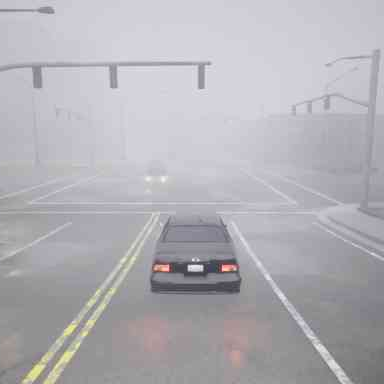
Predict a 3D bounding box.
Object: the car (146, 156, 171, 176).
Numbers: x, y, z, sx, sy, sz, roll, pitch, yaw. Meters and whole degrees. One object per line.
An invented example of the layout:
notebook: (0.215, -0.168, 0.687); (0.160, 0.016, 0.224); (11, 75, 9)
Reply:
car: (-3.590, -2.617, 34.862); (1.812, 1.442, 4.674); (0, 9, 0)

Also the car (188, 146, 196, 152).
car: (0.027, -11.818, 91.168); (1.994, 1.385, 4.181); (0, 9, 0)

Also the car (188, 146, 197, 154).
car: (0.024, -10.330, 81.110); (2.097, 1.767, 4.553); (0, 9, 0)

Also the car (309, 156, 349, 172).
car: (15.564, -3.199, 37.353); (4.553, 1.767, 2.097); (0, 9, 0)

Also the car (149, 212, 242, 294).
car: (0.077, 1.216, 8.422); (2.033, 1.411, 5.357); (0, 4, 0)

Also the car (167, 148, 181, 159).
car: (-3.557, -6.683, 59.960); (2.033, 1.411, 5.357); (0, 9, 0)

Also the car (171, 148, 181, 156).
car: (-3.479, -8.640, 71.679); (1.837, 1.490, 4.892); (0, 9, 0)

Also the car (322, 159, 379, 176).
car: (16.258, -2.391, 33.940); (4.718, 1.301, 1.895); (0, 9, -1)
